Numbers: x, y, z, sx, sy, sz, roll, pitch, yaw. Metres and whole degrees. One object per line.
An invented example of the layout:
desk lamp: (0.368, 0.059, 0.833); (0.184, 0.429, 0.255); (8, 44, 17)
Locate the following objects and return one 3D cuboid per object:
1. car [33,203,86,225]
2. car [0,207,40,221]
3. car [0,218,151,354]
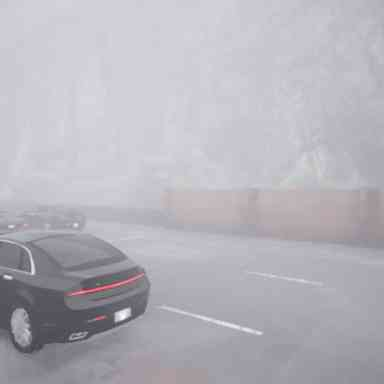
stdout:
car: (-7.825, 1.397, 18.180); (4.892, 1.490, 1.837); (1, 0, 36)
car: (-9.392, 1.444, 14.997); (5.357, 1.411, 2.033); (0, 0, 36)
car: (-2.941, 1.467, 6.091); (4.892, 1.490, 1.837); (0, 0, 36)
